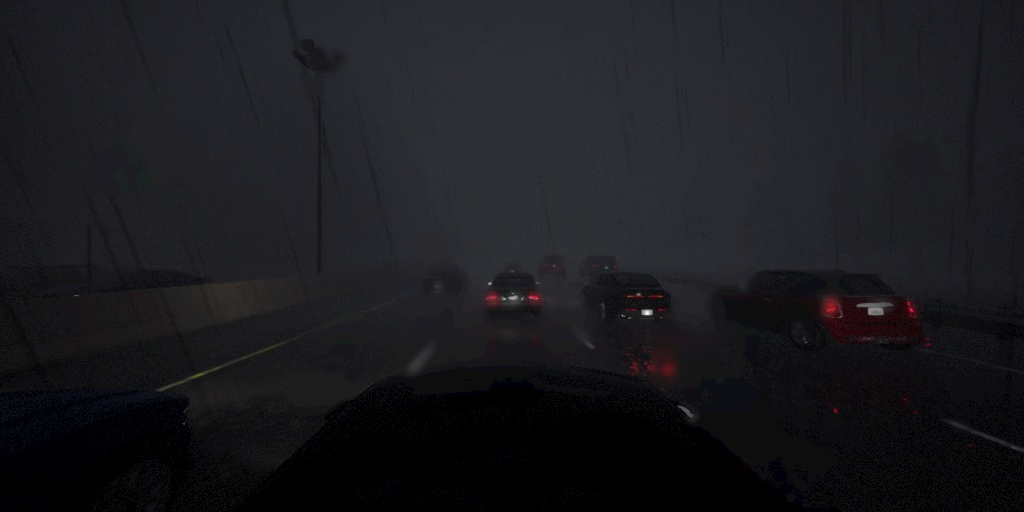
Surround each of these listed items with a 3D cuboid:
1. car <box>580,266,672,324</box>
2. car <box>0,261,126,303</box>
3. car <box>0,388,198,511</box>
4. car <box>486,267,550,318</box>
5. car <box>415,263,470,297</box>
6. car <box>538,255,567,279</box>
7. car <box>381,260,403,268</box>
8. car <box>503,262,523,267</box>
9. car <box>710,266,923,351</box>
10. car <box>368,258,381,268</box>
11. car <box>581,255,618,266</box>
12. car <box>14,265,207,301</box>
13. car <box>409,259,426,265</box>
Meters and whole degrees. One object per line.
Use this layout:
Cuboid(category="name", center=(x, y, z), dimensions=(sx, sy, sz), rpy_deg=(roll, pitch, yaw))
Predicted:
Cuboid(category="car", center=(3.602, 1.255, 11.975), dimensions=(1.837, 1.490, 4.892), rpy_deg=(0, 0, 0))
Cuboid(category="car", center=(-17.598, 1.100, 13.161), dimensions=(2.097, 1.767, 4.553), rpy_deg=(0, 0, 0))
Cuboid(category="car", center=(-3.400, 1.227, 0.732), dimensions=(1.882, 1.535, 5.008), rpy_deg=(0, 0, 0))
Cuboid(category="car", center=(0.086, 1.298, 13.016), dimensions=(2.033, 1.411, 5.357), rpy_deg=(0, 0, 1))
Cuboid(category="car", center=(-3.397, 1.241, 18.988), dimensions=(2.128, 1.511, 4.902), rpy_deg=(0, 0, 0))
Cuboid(category="car", center=(3.604, 0.972, 32.430), dimensions=(2.150, 2.045, 5.566), rpy_deg=(0, 0, 0))
Cuboid(category="car", center=(-18.061, 1.311, 54.864), dimensions=(1.994, 1.385, 4.181), rpy_deg=(0, 0, -3))
Cuboid(category="car", center=(0.092, 1.275, 36.328), dimensions=(1.812, 1.442, 4.674), rpy_deg=(0, 0, 0))
Cuboid(category="car", center=(7.101, 1.103, 9.133), dimensions=(2.097, 1.767, 4.553), rpy_deg=(0, 0, 0))
Cuboid(category="car", center=(-21.935, 1.311, 59.655), dimensions=(1.994, 1.385, 4.181), rpy_deg=(0, 0, -5))
Cuboid(category="car", center=(7.104, 0.972, 29.607), dimensions=(2.150, 2.045, 5.566), rpy_deg=(0, 0, 0))
Cuboid(category="car", center=(-14.098, 1.226, 13.390), dimensions=(1.882, 1.535, 5.008), rpy_deg=(0, 0, 0))
Cuboid(category="car", center=(-14.581, 1.226, 55.428), dimensions=(1.882, 1.535, 5.008), rpy_deg=(0, 0, -3))
